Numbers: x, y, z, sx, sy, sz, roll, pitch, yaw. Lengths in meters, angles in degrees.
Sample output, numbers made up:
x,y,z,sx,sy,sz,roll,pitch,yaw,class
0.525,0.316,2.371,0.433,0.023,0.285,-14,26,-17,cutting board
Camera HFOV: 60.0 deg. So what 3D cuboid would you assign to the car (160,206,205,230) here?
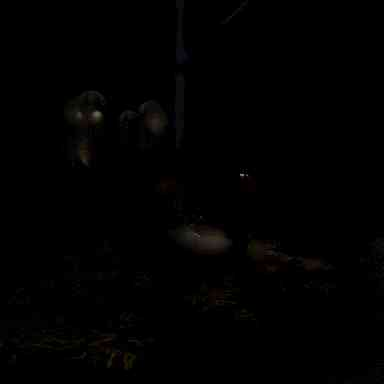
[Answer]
x,y,z,sx,sy,sz,roll,pitch,yaw,class
-1.255,1.601,21.136,1.895,1.301,4.718,0,0,-36,car
